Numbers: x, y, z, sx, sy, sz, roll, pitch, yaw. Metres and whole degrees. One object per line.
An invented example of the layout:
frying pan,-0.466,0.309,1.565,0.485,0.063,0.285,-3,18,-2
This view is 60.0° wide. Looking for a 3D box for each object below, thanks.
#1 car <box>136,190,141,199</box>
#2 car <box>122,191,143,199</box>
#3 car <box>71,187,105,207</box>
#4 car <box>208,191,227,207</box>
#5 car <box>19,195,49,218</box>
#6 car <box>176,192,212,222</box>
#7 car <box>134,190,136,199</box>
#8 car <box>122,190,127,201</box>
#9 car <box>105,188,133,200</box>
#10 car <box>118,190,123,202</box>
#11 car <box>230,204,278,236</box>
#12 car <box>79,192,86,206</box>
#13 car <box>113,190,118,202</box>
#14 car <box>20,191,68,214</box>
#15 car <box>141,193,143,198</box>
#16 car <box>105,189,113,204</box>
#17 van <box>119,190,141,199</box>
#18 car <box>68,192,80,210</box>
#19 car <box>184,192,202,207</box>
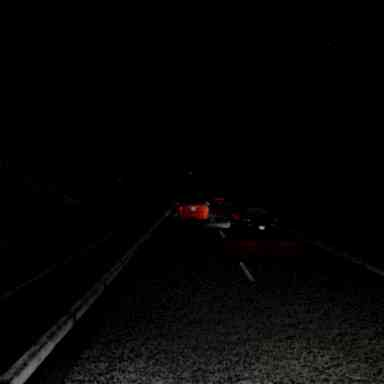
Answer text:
car,-13.844,0.530,67.373,5.566,2.045,2.435,-1,1,-20
car,-13.688,0.593,76.424,4.553,1.767,2.185,-1,1,-19
car,-13.864,0.750,40.349,5.566,2.045,2.435,-1,1,-20
car,3.071,1.008,39.691,2.128,1.511,4.902,0,1,0
car,-13.809,1.224,25.381,4.792,1.488,2.163,-1,1,-20
car,0.082,1.083,23.399,2.097,1.767,4.553,0,1,0
car,-13.821,0.842,64.378,4.674,1.452,2.002,-1,1,-20
car,-13.863,0.895,55.358,4.792,1.488,2.163,-1,1,-20
car,-13.866,0.593,58.359,5.566,2.045,2.435,-1,1,-20
car,-13.845,0.890,52.373,4.892,1.521,2.231,-1,0,-20
car,3.087,1.353,17.004,1.812,1.442,4.674,0,1,0
car,-14.009,1.072,34.301,5.366,1.575,1.946,-1,1,-20
car,-13.871,0.788,49.362,4.553,1.767,2.185,-1,0,-20
car,-13.815,0.901,28.380,5.566,2.045,2.435,-1,1,-20
car,-13.774,0.509,70.409,5.566,2.045,2.435,-1,0,-20
car,-13.808,0.813,46.377,4.553,1.767,2.185,-1,1,-20
van,-13.661,0.512,73.445,4.442,1.987,1.878,-1,0,-20
car,-13.662,1.104,31.435,5.366,1.575,1.946,-1,1,-20
car,0.070,0.856,40.833,2.097,1.767,4.553,0,1,0
